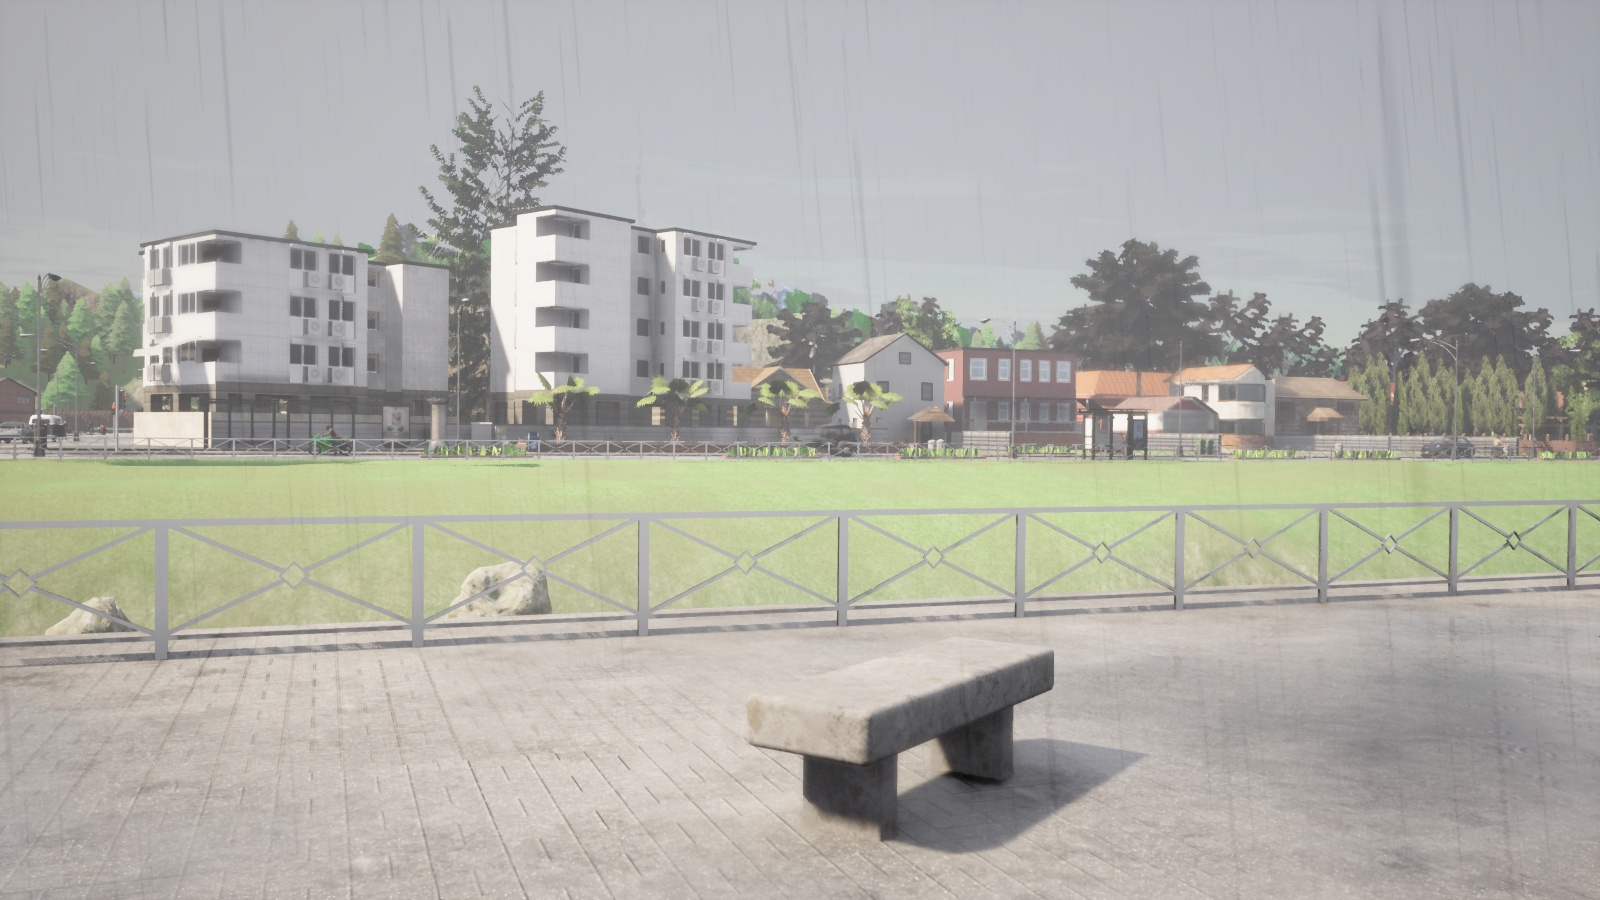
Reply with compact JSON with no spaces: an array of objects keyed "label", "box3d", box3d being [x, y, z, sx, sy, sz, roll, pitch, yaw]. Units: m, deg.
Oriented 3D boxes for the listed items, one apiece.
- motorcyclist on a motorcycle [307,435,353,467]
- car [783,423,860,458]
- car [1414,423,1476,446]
[{"label":"motorcyclist on a motorcycle","box3d":[-22.863,0.033,61.111,2.044,1.523,0.797,-1,1,-21]},{"label":"car","box3d":[1.183,-0.561,70.233,3.866,1.878,1.905,-1,1,-21]},{"label":"car","box3d":[44.510,-1.079,86.675,3.633,1.501,1.845,-1,1,-21]}]
